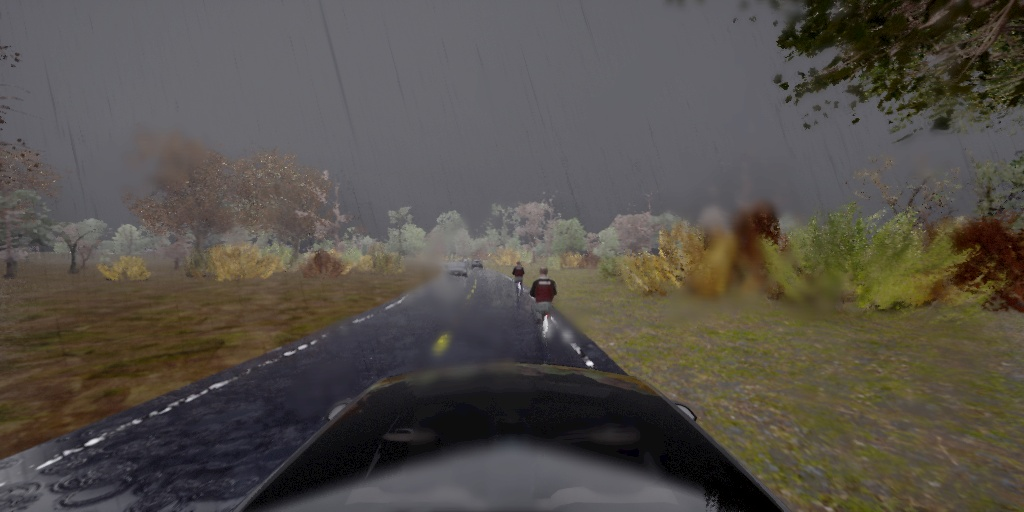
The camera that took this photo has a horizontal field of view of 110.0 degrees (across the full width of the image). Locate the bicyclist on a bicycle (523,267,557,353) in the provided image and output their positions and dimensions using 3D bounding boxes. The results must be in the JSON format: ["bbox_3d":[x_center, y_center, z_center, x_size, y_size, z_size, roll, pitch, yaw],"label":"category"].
[{"bbox_3d":[0.690,1.122,7.991,0.659,1.776,1.843,0,0,-1],"label":"bicyclist on a bicycle"}]

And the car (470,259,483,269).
[{"bbox_3d":[-5.952,1.274,58.881,1.837,1.490,4.892,0,0,-12],"label":"car"}]

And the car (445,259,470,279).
[{"bbox_3d":[-5.079,1.268,33.492,1.837,1.490,4.892,0,0,-7],"label":"car"}]

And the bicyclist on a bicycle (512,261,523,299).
[{"bbox_3d":[0.306,1.125,17.054,0.659,1.776,1.843,0,0,-3],"label":"bicyclist on a bicycle"}]
